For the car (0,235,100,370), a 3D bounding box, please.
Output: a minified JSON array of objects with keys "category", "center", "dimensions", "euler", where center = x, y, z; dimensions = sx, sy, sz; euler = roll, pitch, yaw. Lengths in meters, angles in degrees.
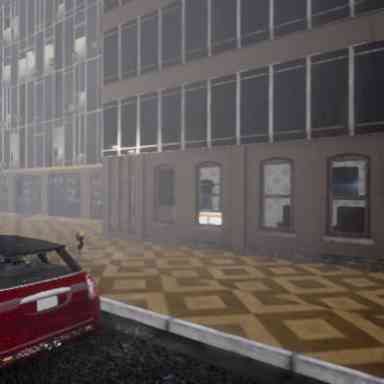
[{"category":"car","center":[-3.387,1.403,5.291],"dimensions":[4.097,1.590,1.967],"euler":[0,0,35]}]
